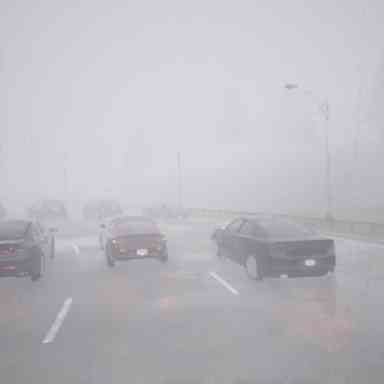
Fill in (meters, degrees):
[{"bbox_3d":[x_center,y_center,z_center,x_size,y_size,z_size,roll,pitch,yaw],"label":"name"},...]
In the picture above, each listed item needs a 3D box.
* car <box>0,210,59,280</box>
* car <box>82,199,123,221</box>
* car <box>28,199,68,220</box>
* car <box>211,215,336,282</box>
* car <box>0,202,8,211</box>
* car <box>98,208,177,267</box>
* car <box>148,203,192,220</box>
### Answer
[{"bbox_3d":[-5.157,1.518,9.653,1.837,1.490,4.892,0,0,-17],"label":"car"},{"bbox_3d":[-7.366,1.312,27.186,2.097,1.767,4.553,-1,0,-37],"label":"car"},{"bbox_3d":[-11.829,1.361,27.171,2.097,1.767,4.553,-1,0,-40],"label":"car"},{"bbox_3d":[2.025,1.412,9.773,1.882,1.535,5.008,0,0,-14],"label":"car"},{"bbox_3d":[-16.560,1.565,27.307,1.837,1.490,4.892,-1,0,-42],"label":"car"},{"bbox_3d":[-2.101,1.498,11.418,1.812,1.442,4.674,0,0,-18],"label":"car"},{"bbox_3d":[-2.091,1.509,26.122,1.895,1.301,4.718,-1,0,-35],"label":"car"}]
